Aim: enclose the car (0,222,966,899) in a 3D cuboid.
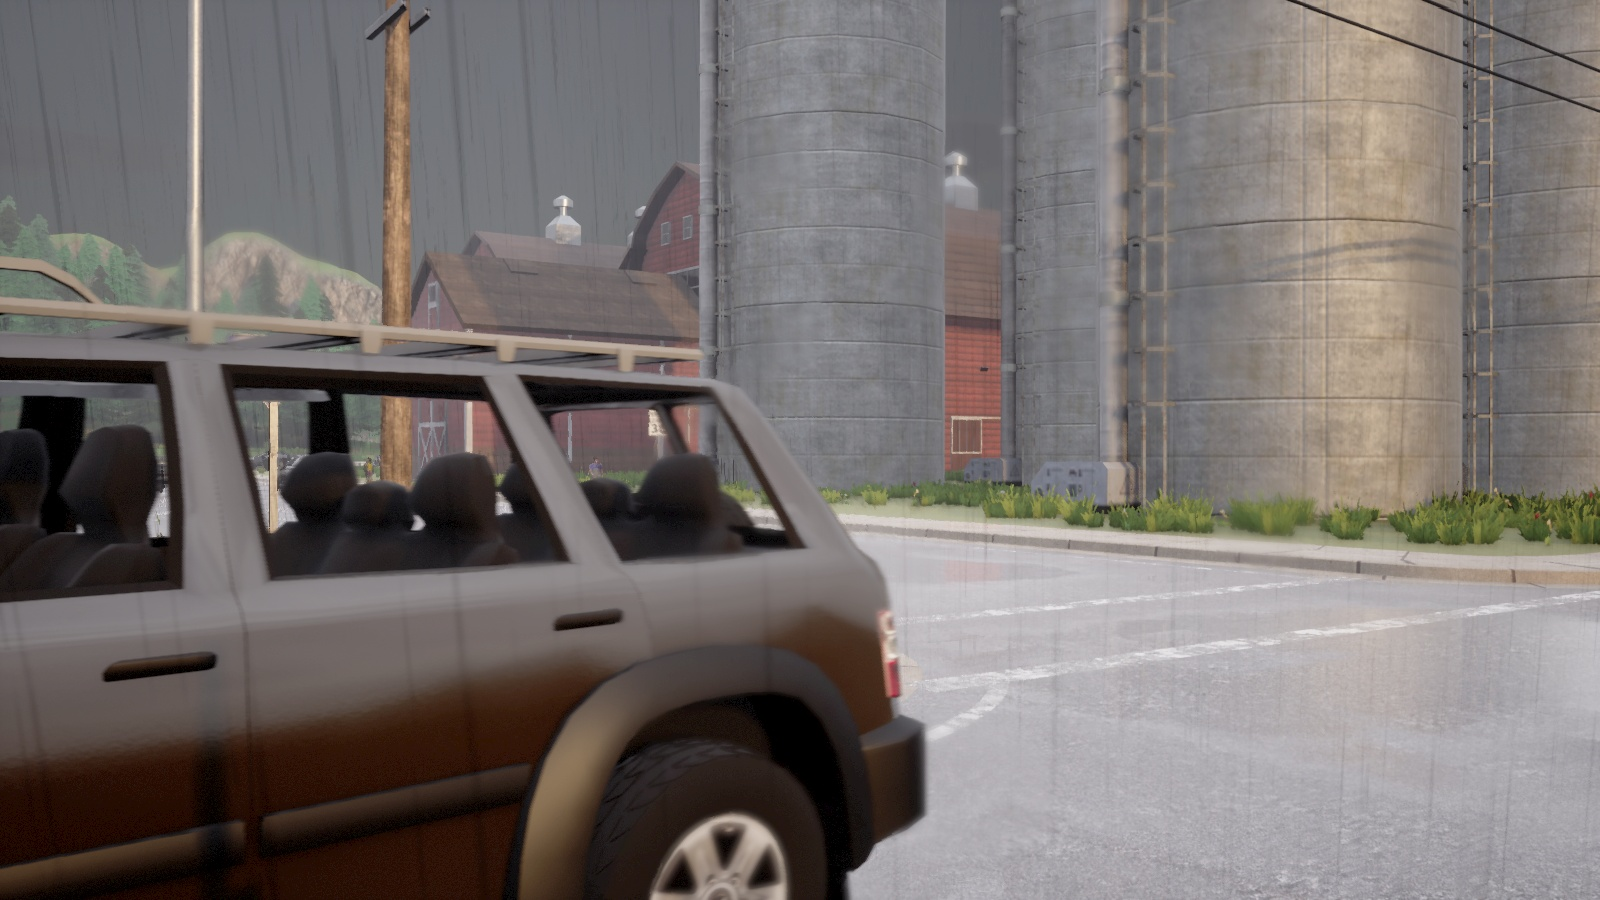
[{"bbox_3d":[-1.849,0.572,2.722,4.605,1.855,1.932,0,0,-44],"label":"car"}]
